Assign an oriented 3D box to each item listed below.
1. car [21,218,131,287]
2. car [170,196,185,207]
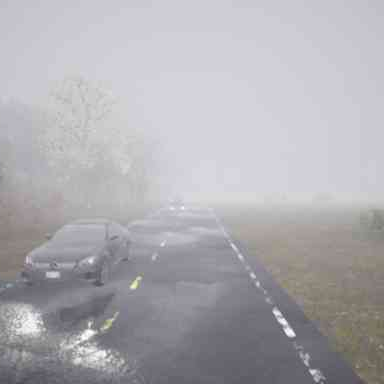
[{"bbox_3d":[-2.953,1.525,9.495,1.812,1.442,4.674,0,0,1],"label":"car"},{"bbox_3d":[-2.115,1.379,50.918,2.097,1.767,4.553,0,0,1],"label":"car"}]
